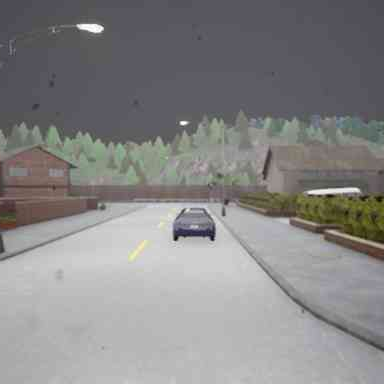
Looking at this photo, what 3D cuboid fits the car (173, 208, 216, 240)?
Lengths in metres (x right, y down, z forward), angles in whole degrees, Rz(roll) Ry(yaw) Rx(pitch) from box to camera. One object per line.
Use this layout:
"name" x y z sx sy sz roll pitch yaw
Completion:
"car" 0.100 1.471 16.481 1.994 1.385 4.181 0 0 0
